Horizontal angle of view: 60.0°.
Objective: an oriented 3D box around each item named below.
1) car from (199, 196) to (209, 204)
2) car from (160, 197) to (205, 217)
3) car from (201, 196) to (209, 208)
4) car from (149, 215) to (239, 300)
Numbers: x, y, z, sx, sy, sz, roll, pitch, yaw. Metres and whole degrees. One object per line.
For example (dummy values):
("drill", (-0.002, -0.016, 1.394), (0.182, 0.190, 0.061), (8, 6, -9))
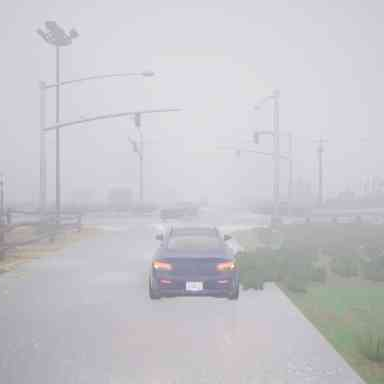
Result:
("car", (2.426, 1.513, 66.801), (2.033, 1.411, 5.357), (0, 0, 3))
("car", (-0.849, 1.479, 27.187), (1.882, 1.535, 5.008), (1, 0, 20))
("car", (1.503, 1.512, 48.442), (2.033, 1.411, 5.357), (0, 0, 3))
("car", (0.044, 1.526, 8.271), (1.812, 1.442, 4.674), (0, 0, 0))
